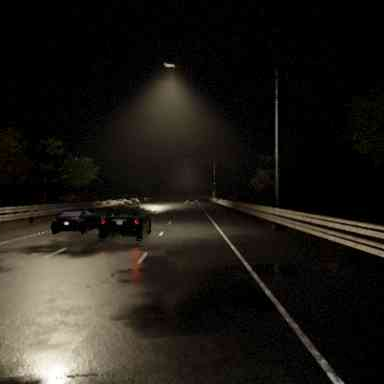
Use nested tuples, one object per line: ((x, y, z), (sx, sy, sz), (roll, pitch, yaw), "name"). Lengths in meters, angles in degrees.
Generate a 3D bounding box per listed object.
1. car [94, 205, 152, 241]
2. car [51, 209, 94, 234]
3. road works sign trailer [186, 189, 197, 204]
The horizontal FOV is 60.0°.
((-3.408, 1.490, 17.752), (2.097, 1.767, 4.553), (0, 0, 0), "car")
((-6.907, 1.722, 20.303), (1.994, 1.385, 4.181), (0, 0, 0), "car")
((-0.036, 1.046, 80.109), (2.380, 3.560, 2.880), (0, 0, 0), "road works sign trailer")
